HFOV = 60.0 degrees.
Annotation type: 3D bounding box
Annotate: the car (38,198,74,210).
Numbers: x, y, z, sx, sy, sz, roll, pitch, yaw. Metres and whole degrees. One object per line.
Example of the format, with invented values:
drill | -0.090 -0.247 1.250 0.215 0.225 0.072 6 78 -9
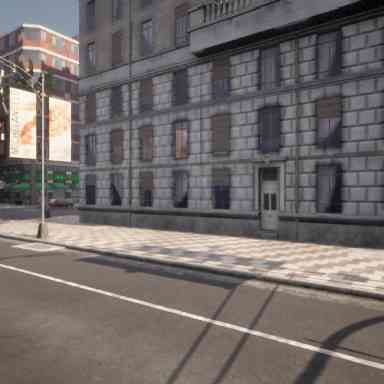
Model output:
car | -18.094 1.526 44.427 1.812 1.442 4.674 0 0 36
